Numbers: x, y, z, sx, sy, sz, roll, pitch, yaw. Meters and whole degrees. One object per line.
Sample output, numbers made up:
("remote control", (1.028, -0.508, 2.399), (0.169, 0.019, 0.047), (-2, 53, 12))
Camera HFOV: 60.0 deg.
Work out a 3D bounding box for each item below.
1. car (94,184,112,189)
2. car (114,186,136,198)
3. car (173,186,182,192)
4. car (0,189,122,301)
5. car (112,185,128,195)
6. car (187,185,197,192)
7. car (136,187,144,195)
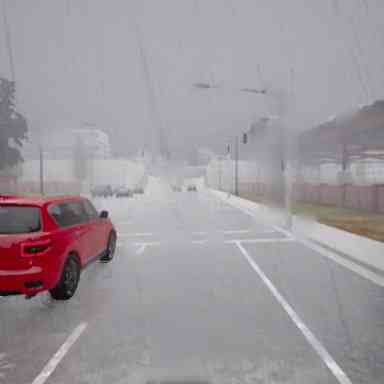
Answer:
("car", (-14.020, -0.162, 52.369), (2.150, 2.045, 5.566), (0, 2, 0))
("car", (-10.529, 0.096, 52.157), (1.882, 1.535, 5.008), (0, 2, 0))
("car", (-3.496, -0.743, 77.552), (2.128, 1.511, 4.902), (0, 2, 0))
("car", (-3.429, 1.070, 8.064), (2.150, 2.045, 5.566), (0, 1, 0))
("car", (-13.997, -0.400, 64.542), (2.097, 1.767, 4.553), (0, 2, 0))
("car", (0.004, -0.916, 77.517), (2.097, 1.767, 4.553), (0, 2, 0))
("car", (-10.496, -0.211, 65.037), (1.994, 1.385, 4.181), (0, 2, 0))
